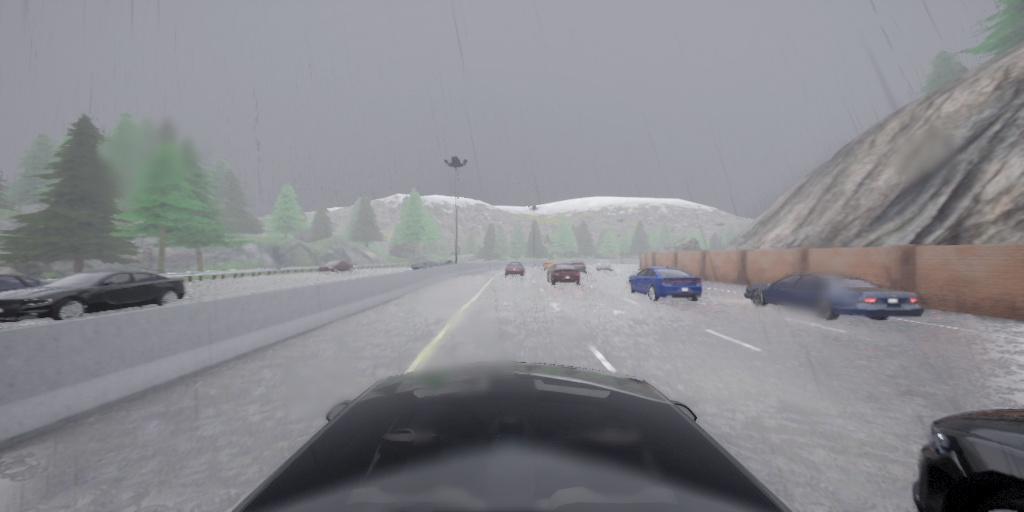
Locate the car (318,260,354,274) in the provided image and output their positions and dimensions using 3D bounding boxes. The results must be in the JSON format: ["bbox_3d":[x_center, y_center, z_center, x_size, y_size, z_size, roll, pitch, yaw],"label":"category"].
[{"bbox_3d":[-20.486,1.227,41.846,1.882,1.535,5.008,0,0,6],"label":"car"}]

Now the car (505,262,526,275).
[{"bbox_3d":[0.407,1.315,38.712,1.994,1.385,4.181,0,0,5],"label":"car"}]

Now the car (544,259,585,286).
[{"bbox_3d":[3.599,1.228,25.695,1.882,1.535,5.008,0,0,0],"label":"car"}]

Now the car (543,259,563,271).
[{"bbox_3d":[5.905,1.229,51.123,1.882,1.535,5.008,-1,0,16],"label":"car"}]

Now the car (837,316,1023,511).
[{"bbox_3d":[3.599,1.242,0.329,2.128,1.511,4.902,0,0,0],"label":"car"}]

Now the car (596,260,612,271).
[{"bbox_3d":[12.506,1.277,48.720,1.812,1.442,4.674,-1,0,15],"label":"car"}]

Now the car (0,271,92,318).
[{"bbox_3d":[-17.600,1.296,11.461,2.033,1.411,5.357,0,0,0],"label":"car"}]

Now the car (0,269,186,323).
[{"bbox_3d":[-14.099,1.227,12.340,1.882,1.535,5.008,0,0,0],"label":"car"}]

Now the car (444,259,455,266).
[{"bbox_3d":[-10.633,1.305,56.925,1.837,1.490,4.892,0,0,16],"label":"car"}]

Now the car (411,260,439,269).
[{"bbox_3d":[-13.990,1.301,57.913,2.033,1.411,5.357,0,0,16],"label":"car"}]

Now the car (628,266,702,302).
[{"bbox_3d":[7.099,1.228,17.193,1.882,1.535,5.008,0,0,0],"label":"car"}]

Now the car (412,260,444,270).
[{"bbox_3d":[-9.937,1.351,42.226,1.895,1.301,4.718,0,0,6],"label":"car"}]

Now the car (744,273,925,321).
[{"bbox_3d":[10.603,1.298,12.496,2.033,1.411,5.357,0,0,0],"label":"car"}]
